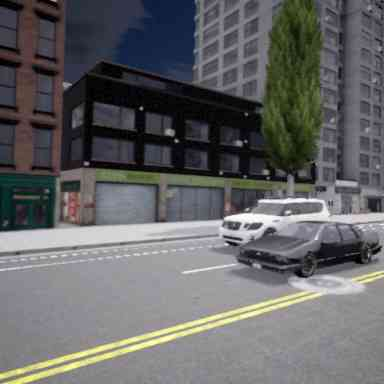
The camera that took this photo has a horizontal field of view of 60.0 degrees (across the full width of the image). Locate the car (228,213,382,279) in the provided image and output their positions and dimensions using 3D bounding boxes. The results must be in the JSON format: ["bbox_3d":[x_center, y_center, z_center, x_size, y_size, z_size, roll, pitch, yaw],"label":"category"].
[{"bbox_3d":[3.905,1.607,10.456,5.357,1.411,2.033,0,0,-35],"label":"car"}]

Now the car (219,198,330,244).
[{"bbox_3d":[3.776,1.300,14.353,5.566,2.045,2.150,1,0,-35],"label":"car"}]
